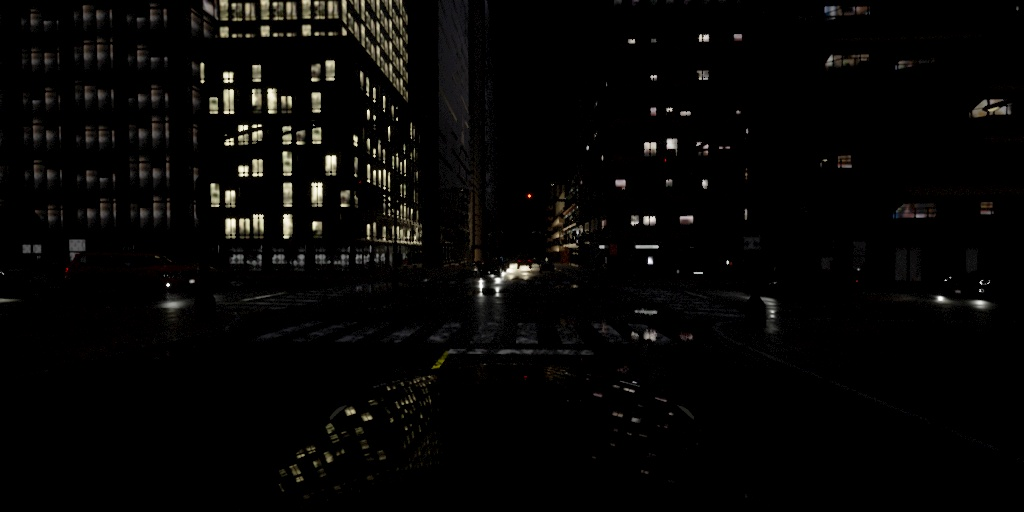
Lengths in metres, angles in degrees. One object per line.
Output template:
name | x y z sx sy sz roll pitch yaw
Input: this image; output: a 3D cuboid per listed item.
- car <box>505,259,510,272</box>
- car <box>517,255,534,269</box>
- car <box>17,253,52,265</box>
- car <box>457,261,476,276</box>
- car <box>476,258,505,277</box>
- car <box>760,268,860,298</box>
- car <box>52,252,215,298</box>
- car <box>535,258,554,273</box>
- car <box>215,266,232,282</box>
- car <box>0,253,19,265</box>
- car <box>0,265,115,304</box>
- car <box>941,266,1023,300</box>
car | -1.636 1.289 44.674 1.994 1.385 4.181 0 0 2
car | 1.979 0.938 56.829 2.150 2.045 5.566 0 0 2
car | -32.893 0.707 23.908 5.009 1.841 2.192 0 0 3
car | -4.505 1.255 36.880 1.751 1.417 4.829 0 0 2
car | -1.984 1.235 34.776 1.837 1.490 4.892 0 0 2
car | 15.516 1.376 18.959 4.674 1.442 1.812 1 1 4
car | -18.151 0.842 17.378 5.566 2.045 2.150 1 1 3
car | 4.071 1.276 42.411 2.007 1.370 4.403 0 0 2
car | -20.960 1.023 23.291 4.829 1.417 1.751 0 0 3
car | -28.350 0.885 17.875 4.553 1.767 2.097 0 1 3
car | -19.868 1.201 14.915 4.403 1.370 2.007 0 0 3
car | 25.361 1.284 18.469 4.553 1.767 2.097 0 1 3
